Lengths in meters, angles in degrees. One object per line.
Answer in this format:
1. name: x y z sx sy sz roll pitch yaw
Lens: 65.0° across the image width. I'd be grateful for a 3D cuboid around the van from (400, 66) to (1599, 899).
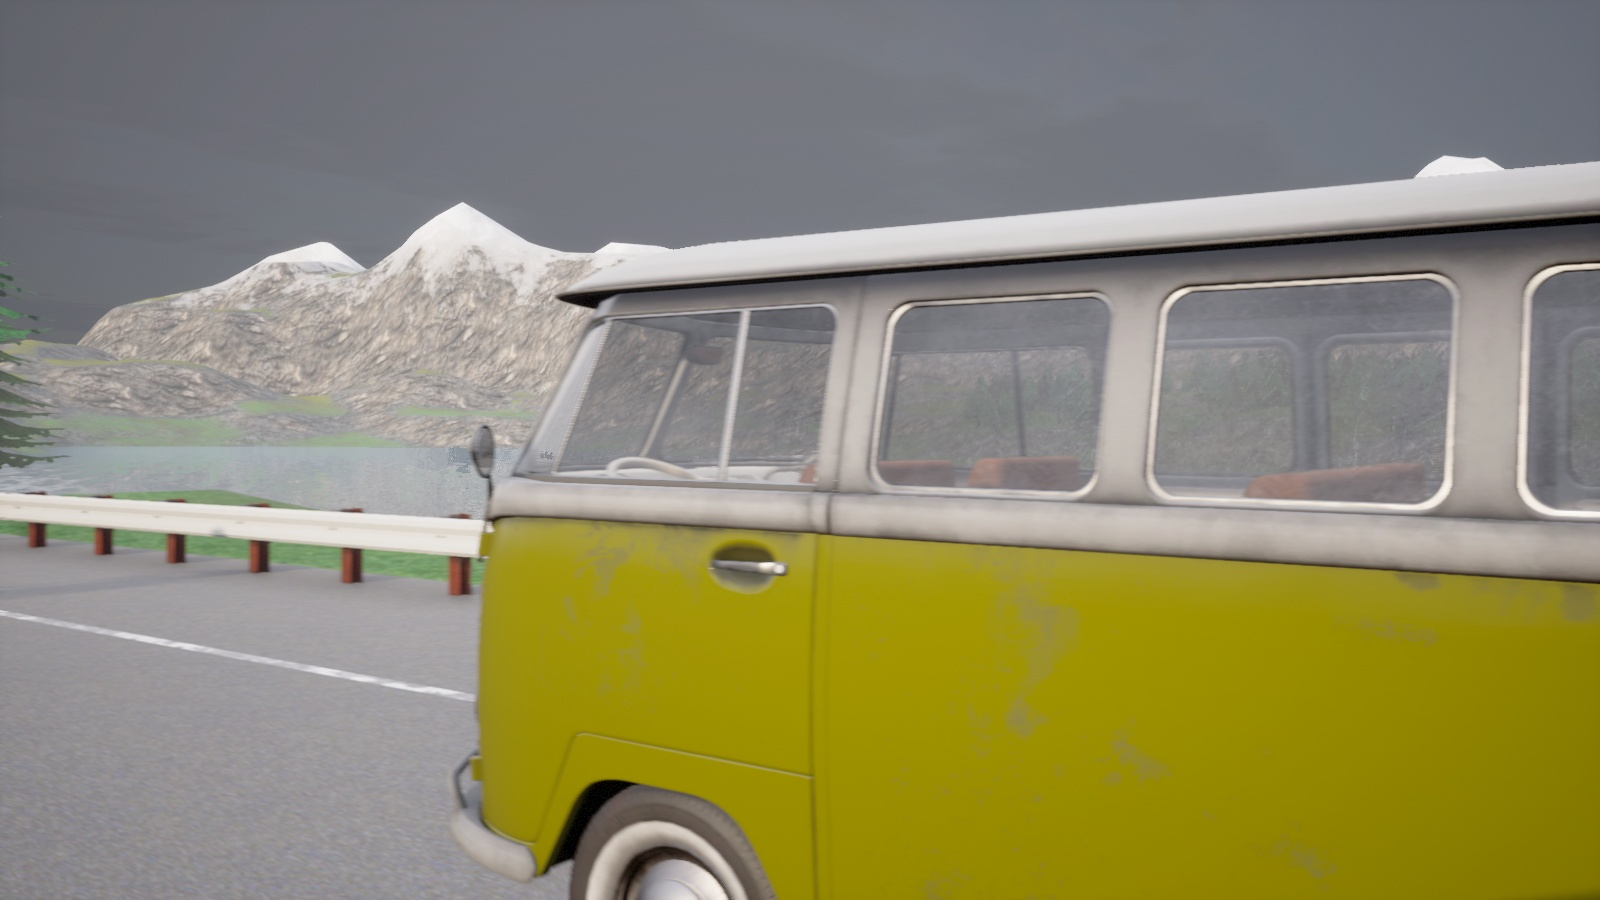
1. van: 1.327 0.435 2.736 4.442 1.987 1.775 0 1 34
